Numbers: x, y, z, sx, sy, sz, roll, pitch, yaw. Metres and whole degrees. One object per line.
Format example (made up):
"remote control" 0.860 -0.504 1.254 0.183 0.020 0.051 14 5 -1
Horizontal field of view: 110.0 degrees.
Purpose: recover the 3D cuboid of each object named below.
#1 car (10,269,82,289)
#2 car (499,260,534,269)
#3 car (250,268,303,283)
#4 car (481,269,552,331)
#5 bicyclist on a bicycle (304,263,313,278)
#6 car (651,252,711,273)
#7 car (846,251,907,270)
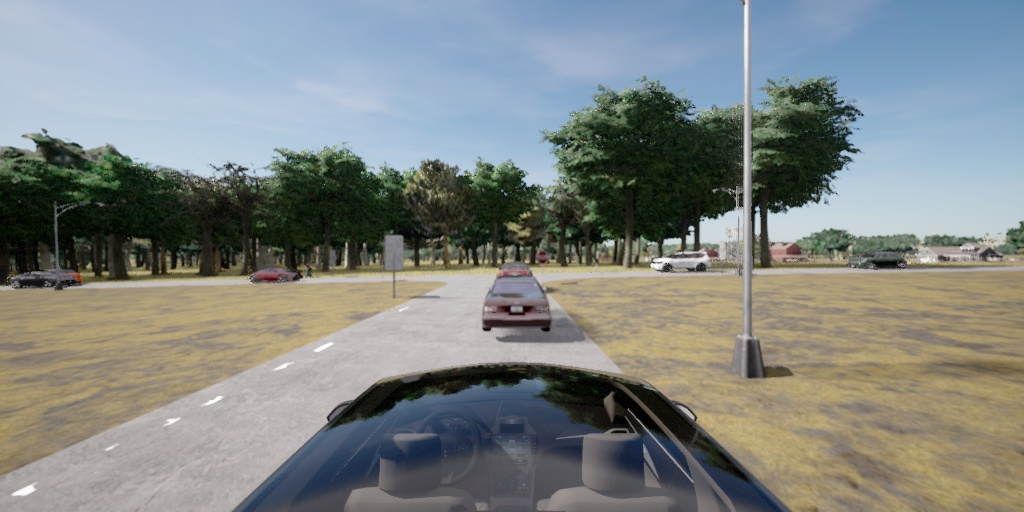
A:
"car" -43.974 2.255 33.730 4.892 1.490 1.837 -2 1 1
"car" 0.244 1.101 21.637 2.097 1.767 4.553 0 0 2
"car" -21.996 1.776 33.568 4.181 1.385 1.994 -1 1 0
"car" 0.128 1.289 10.884 2.033 1.411 5.357 0 0 0
"bicyclist on a bicycle" -22.474 1.624 39.543 0.582 1.620 1.656 -1 0 0
"car" 17.076 0.619 36.285 5.566 2.045 2.150 -1 1 0
"car" 36.644 0.425 36.162 4.553 1.767 2.097 -1 1 0
